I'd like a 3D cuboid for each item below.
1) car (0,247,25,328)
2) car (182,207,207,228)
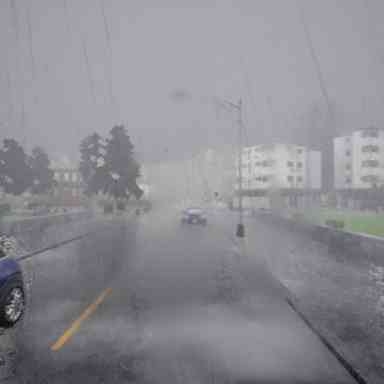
[{"bbox_3d":[-4.092,1.406,4.146,2.097,1.767,4.553,0,-1,0],"label":"car"},{"bbox_3d":[0.179,1.863,25.183,1.812,1.442,4.674,0,-1,0],"label":"car"}]
